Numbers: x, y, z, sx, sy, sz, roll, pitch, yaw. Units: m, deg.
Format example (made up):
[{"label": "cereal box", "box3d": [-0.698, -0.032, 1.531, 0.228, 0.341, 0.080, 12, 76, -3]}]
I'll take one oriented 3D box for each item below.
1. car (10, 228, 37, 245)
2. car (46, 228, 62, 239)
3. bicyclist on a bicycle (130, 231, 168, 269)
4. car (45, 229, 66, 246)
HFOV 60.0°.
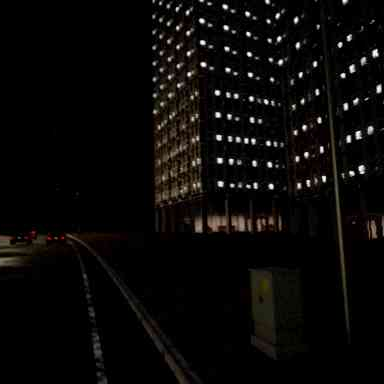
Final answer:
[{"label": "car", "box3d": [-17.787, 4.757, 34.764, 2.033, 1.411, 5.357, 2, -6, -22]}, {"label": "car", "box3d": [-20.340, 6.090, 48.944, 2.033, 1.411, 5.357, 2, -6, -24]}, {"label": "bicyclist on a bicycle", "box3d": [-1.822, 2.490, 14.285, 1.656, 1.620, 0.582, 1, -6, -20]}, {"label": "car", "box3d": [-13.644, 4.594, 33.367, 2.033, 1.411, 5.357, 2, -6, -22]}]
